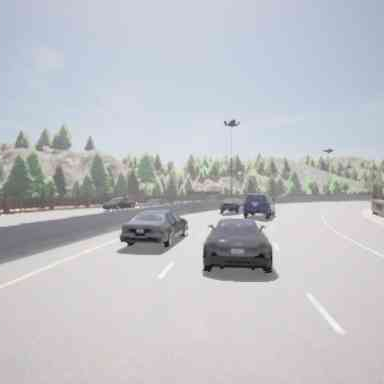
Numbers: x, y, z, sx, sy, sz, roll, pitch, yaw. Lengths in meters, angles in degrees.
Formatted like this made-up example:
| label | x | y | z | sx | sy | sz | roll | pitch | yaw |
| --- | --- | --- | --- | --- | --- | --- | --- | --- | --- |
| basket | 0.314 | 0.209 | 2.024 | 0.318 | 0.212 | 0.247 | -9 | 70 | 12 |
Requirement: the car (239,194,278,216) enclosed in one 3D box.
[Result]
| label | x | y | z | sx | sy | sz | roll | pitch | yaw |
| --- | --- | --- | --- | --- | --- | --- | --- | --- | --- |
| car | 5.914 | 1.146 | 28.969 | 2.150 | 2.045 | 5.566 | 0 | 0 | 20 |

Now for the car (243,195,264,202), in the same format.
| label | x | y | z | sx | sy | sz | roll | pitch | yaw |
| --- | --- | --- | --- | --- | --- | --- | --- | --- | --- |
| car | 13.680 | 1.338 | 73.422 | 2.033 | 1.411 | 5.357 | 0 | 0 | 42 |

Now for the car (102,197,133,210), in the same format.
| label | x | y | z | sx | sy | sz | roll | pitch | yaw |
| --- | --- | --- | --- | --- | --- | --- | --- | --- | --- |
| car | -8.737 | 1.400 | 39.784 | 1.837 | 1.490 | 4.892 | 0 | 0 | 23 |

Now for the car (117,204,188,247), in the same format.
| label | x | y | z | sx | sy | sz | roll | pitch | yaw |
| --- | --- | --- | --- | --- | --- | --- | --- | --- | --- |
| car | -1.499 | 1.497 | 14.900 | 2.033 | 1.411 | 5.357 | 0 | 0 | 10 |

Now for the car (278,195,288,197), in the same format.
| label | x | y | z | sx | sy | sz | roll | pitch | yaw |
| --- | --- | --- | --- | --- | --- | --- | --- | --- | --- |
| car | 18.291 | 1.324 | 68.122 | 1.812 | 1.442 | 4.674 | 0 | 0 | 42 |

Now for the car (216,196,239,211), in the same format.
| label | x | y | z | sx | sy | sz | roll | pitch | yaw |
| --- | --- | --- | --- | --- | --- | --- | --- | --- | --- |
| car | 4.352 | 1.416 | 34.422 | 1.837 | 1.490 | 4.892 | 0 | 0 | 23 |

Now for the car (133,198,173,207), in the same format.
| label | x | y | z | sx | sy | sz | roll | pitch | yaw |
| --- | --- | --- | --- | --- | --- | --- | --- | --- | --- |
| car | -3.614 | 1.384 | 33.843 | 1.882 | 1.535 | 5.008 | 0 | 0 | 21 |

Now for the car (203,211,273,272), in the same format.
| label | x | y | z | sx | sy | sz | roll | pitch | yaw |
| --- | --- | --- | --- | --- | --- | --- | --- | --- | --- |
| car | 1.454 | 1.534 | 10.797 | 1.994 | 1.385 | 4.181 | 0 | 0 | 7 |

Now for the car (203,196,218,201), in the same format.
| label | x | y | z | sx | sy | sz | roll | pitch | yaw |
| --- | --- | --- | --- | --- | --- | --- | --- | --- | --- |
| car | 3.643 | 1.394 | 55.566 | 1.837 | 1.490 | 4.892 | 0 | 0 | 34 |
